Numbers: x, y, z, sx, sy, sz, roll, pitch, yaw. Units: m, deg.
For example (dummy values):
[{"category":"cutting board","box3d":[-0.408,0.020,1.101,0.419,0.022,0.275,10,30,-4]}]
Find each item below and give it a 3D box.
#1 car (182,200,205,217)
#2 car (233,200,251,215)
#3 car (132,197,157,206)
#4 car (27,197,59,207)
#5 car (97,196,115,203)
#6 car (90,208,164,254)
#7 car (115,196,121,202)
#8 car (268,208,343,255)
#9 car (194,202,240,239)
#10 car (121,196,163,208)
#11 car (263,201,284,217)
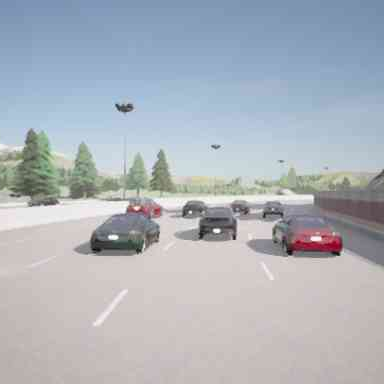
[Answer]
[{"category":"car","box3d":[0.410,1.492,30.911,1.837,1.490,4.892,0,0,13]},{"category":"car","box3d":[5.080,1.524,35.055,1.812,1.442,4.674,0,0,15]},{"category":"car","box3d":[-7.484,1.555,53.379,1.895,1.301,4.718,0,0,21]},{"category":"car","box3d":[-20.841,1.421,46.751,1.837,1.490,4.892,0,1,17]},{"category":"car","box3d":[-13.926,1.425,56.092,2.128,1.511,4.902,0,0,21]},{"category":"car","box3d":[-2.541,1.550,13.600,1.994,1.385,4.181,0,0,6]},{"category":"car","box3d":[-10.179,1.435,56.050,2.128,1.511,4.902,0,0,22]},{"category":"car","box3d":[4.466,1.571,13.383,1.994,1.385,4.181,0,0,6]},{"category":"car","box3d":[1.439,1.501,17.418,1.837,1.490,4.892,0,0,8]},{"category":"car","box3d":[-3.859,1.328,27.765,2.097,1.767,4.553,0,0,11]},{"category":"car","box3d":[7.618,1.555,31.126,2.033,1.411,5.357,0,0,14]}]
